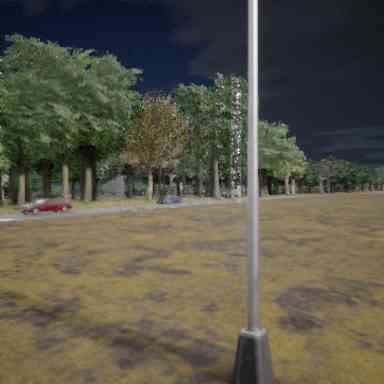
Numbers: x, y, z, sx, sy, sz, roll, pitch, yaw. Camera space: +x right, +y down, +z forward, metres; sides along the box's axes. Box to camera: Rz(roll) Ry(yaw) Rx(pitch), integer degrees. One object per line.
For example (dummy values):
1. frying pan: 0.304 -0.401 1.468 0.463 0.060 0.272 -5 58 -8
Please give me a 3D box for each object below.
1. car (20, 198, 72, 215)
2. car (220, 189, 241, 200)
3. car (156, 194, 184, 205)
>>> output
1. car: -13.329 1.270 30.562 1.812 1.442 4.674 -3 0 35
2. car: 6.859 0.382 58.688 2.097 1.767 4.553 -3 -1 36
3. car: -2.986 1.032 45.040 1.994 1.385 4.181 -3 -1 36
